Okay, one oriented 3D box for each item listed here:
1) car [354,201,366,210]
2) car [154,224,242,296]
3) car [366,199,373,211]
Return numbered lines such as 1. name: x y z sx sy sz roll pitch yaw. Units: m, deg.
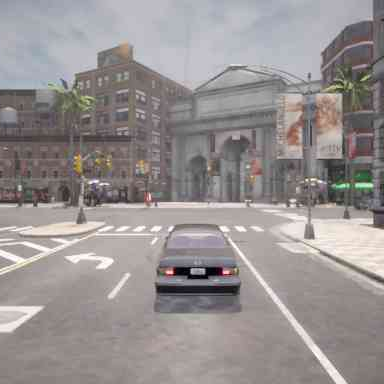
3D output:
1. car: 22.293 1.564 41.017 4.181 1.385 1.994 0 0 0
2. car: 0.114 1.547 8.800 2.033 1.411 5.357 0 0 0
3. car: 22.719 1.526 37.518 4.674 1.442 1.812 0 0 1
